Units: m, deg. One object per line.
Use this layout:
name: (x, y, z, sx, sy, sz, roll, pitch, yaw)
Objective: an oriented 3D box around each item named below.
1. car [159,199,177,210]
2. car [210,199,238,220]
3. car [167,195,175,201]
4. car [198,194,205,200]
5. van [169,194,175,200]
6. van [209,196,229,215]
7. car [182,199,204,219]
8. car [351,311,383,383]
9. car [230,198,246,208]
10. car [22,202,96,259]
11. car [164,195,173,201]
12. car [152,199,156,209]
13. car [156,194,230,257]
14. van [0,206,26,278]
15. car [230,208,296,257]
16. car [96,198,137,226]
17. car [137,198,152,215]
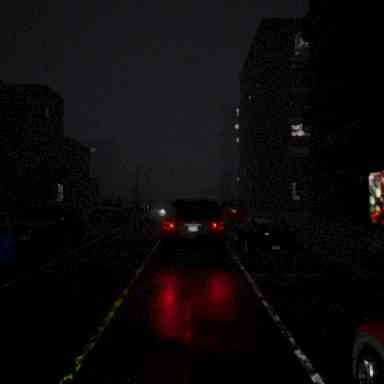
car: (-3.071, 1.594, 43.772, 1.994, 1.385, 4.181, 0, 0, 0)
car: (2.708, 1.461, 29.086, 1.967, 1.590, 4.097, 1, 0, 0)
car: (-5.670, 1.602, 88.953, 1.887, 1.381, 4.507, 1, 0, 0)
car: (2.713, 1.501, 94.701, 1.967, 1.590, 4.097, 1, 0, 0)
van: (-5.665, 1.402, 94.641, 1.690, 1.788, 3.998, 1, 0, 0)
van: (2.710, 1.366, 34.494, 1.690, 1.788, 3.998, 1, 0, 0)
car: (0.080, 1.499, 30.672, 1.882, 1.535, 5.008, 0, 0, 0)
car: (2.706, 1.442, 2.051, 1.967, 1.590, 4.097, 1, 0, 0)
car: (2.710, 1.332, 23.679, 2.192, 1.841, 5.009, 1, 0, 0)
car: (-5.670, 1.325, 12.873, 2.192, 1.841, 5.009, 1, 0, 0)
car: (-5.747, 1.599, 83.272, 1.887, 1.381, 4.507, 1, 0, 0)
car: (-5.673, 1.583, 45.316, 2.008, 1.369, 4.403, 1, 0, 0)
car: (0.064, 1.234, 13.095, 2.150, 2.045, 5.566, 0, 0, 1)
van: (-5.672, 1.348, 7.466, 1.690, 1.788, 3.998, 1, 0, 0)
car: (2.705, 1.561, 12.865, 2.008, 1.369, 4.403, 1, 0, 0)
car: (-5.670, 1.333, 23.687, 2.192, 1.841, 5.009, 1, 0, 0)
car: (-5.671, 1.465, 34.502, 1.967, 1.590, 4.097, 1, 0, 0)
